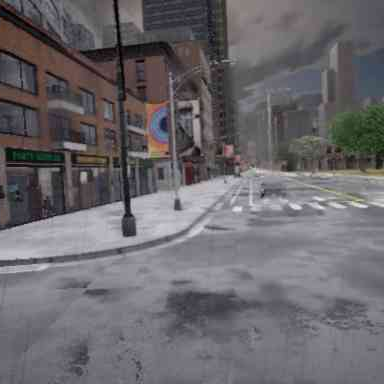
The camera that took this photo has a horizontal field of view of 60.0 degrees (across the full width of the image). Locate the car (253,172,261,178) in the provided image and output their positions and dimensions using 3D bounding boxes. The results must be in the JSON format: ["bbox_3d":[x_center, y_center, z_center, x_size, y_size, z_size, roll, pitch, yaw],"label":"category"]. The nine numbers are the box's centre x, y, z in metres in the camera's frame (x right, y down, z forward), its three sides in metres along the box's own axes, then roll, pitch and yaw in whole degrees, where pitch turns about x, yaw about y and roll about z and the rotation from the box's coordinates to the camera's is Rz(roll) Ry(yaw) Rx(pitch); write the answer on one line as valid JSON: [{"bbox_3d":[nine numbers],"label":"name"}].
[{"bbox_3d":[16.841,-4.515,85.692,2.128,1.511,4.902,-2,3,10],"label":"car"}]

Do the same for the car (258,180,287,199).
[{"bbox_3d":[6.044,-0.242,25.308,1.895,1.301,4.718,-2,4,10],"label":"car"}]
